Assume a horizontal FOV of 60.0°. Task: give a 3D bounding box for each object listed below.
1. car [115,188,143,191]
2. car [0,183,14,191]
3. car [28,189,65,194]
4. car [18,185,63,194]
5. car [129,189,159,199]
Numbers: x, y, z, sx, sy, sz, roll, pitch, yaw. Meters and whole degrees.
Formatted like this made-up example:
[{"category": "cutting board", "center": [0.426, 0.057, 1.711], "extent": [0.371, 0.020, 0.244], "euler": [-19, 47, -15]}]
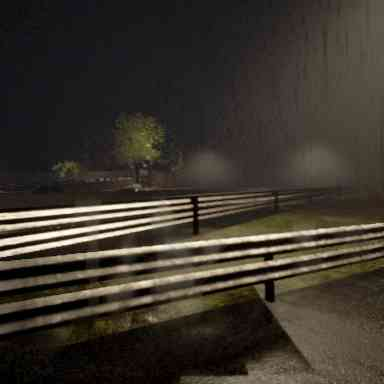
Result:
[{"category": "car", "center": [-8.756, 0.316, 41.377], "extent": [2.097, 1.767, 4.553], "euler": [0, 1, 31]}, {"category": "car", "center": [-34.438, -1.034, 62.802], "extent": [2.033, 1.411, 5.357], "euler": [-1, 3, 11]}, {"category": "car", "center": [-15.449, 0.705, 37.003], "extent": [1.994, 1.385, 4.181], "euler": [0, 1, 31]}, {"category": "car", "center": [-17.891, 0.353, 39.747], "extent": [2.150, 2.045, 5.566], "euler": [0, 2, 31]}, {"category": "car", "center": [-8.022, 0.317, 56.190], "extent": [2.033, 1.411, 5.357], "euler": [0, 1, 31]}]
